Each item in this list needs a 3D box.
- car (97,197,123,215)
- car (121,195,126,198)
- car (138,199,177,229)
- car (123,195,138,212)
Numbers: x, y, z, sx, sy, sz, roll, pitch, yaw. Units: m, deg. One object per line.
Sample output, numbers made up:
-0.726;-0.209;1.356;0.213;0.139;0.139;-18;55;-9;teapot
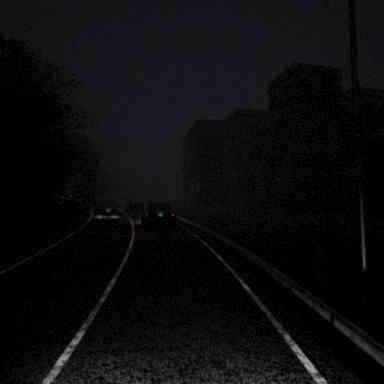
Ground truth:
-8.497;1.501;33.620;2.128;1.511;4.902;1;0;-15;car
-15.175;1.351;75.036;1.895;1.301;4.718;-1;0;5;car
-2.337;1.436;22.359;2.097;1.767;4.553;1;0;-11;car
-6.938;1.539;40.663;1.882;1.535;5.008;1;0;-16;car
